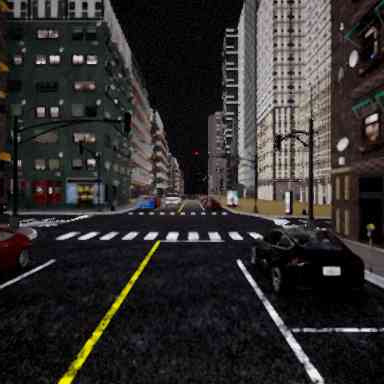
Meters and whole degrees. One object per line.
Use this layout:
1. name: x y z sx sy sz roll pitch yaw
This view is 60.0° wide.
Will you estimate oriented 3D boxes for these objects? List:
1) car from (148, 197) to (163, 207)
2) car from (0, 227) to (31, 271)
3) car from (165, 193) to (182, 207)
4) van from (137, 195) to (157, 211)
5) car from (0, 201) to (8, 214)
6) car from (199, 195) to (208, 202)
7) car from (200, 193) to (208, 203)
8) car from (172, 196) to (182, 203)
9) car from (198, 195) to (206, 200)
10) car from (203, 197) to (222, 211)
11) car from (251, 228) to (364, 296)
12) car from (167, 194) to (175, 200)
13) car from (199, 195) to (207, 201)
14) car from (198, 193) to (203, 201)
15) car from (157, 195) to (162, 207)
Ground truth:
1. car: -5.679 1.531 51.964 1.887 1.381 4.507 0 0 0
2. car: -5.683 1.577 8.513 1.802 1.307 4.206 0 0 0
3. car: -3.055 1.210 52.668 2.150 2.045 5.566 0 0 0
4. van: -5.678 1.328 40.908 1.690 1.788 3.998 0 0 0
5. car: -18.781 1.337 29.750 4.313 1.339 1.947 1 -1 0
6. car: 2.704 1.545 79.600 2.008 1.369 4.403 0 0 0
7. car: 2.703 1.427 51.962 1.967 1.590 4.097 0 0 0
8. car: -2.995 1.514 68.280 1.812 1.442 4.674 0 0 0
9. car: 2.705 1.583 90.655 1.802 1.307 4.206 0 0 0
10. car: 2.701 1.569 40.906 1.802 1.307 4.206 0 0 0
11. car: 2.698 1.561 8.501 1.947 1.339 4.313 0 0 0
12. car: -5.674 1.441 90.656 1.967 1.590 4.097 0 0 0
13. car: 2.705 1.542 85.127 1.887 1.381 4.507 0 0 0
14. car: 2.704 1.429 68.544 1.967 1.590 4.097 0 0 0
15. car: -5.677 1.302 46.436 2.192 1.841 5.009 0 0 0
